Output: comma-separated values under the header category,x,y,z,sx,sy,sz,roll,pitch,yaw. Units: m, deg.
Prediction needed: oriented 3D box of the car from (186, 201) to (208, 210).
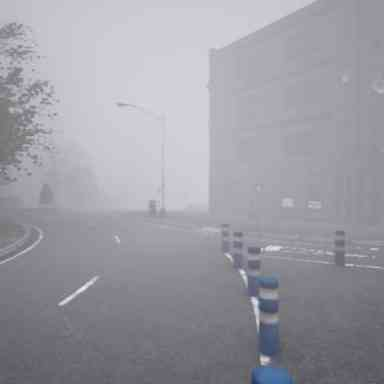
category,x,y,z,sx,sy,sz,roll,pitch,yaw
car,0.501,2.367,53.645,2.002,1.452,4.674,2,-2,18

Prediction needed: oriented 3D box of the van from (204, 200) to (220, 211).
category,x,y,z,sx,sy,sz,roll,pitch,yaw
van,3.888,2.676,64.223,1.878,1.987,4.442,0,-3,18
